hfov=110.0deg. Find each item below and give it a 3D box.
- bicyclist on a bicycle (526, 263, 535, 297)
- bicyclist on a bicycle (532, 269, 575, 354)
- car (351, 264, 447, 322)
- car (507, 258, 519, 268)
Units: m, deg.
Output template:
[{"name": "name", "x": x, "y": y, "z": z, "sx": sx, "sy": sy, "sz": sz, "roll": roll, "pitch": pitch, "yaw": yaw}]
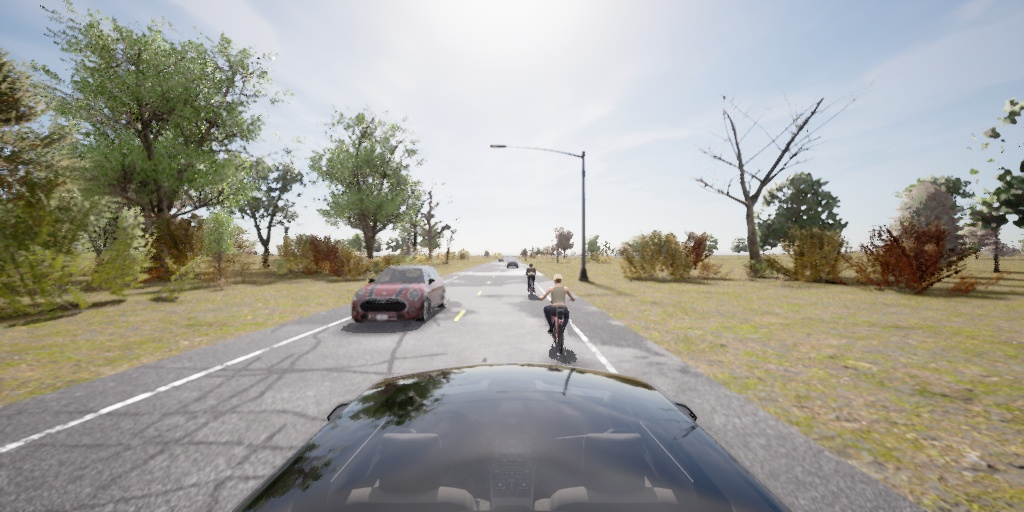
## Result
[{"name": "bicyclist on a bicycle", "x": 0.963, "y": 1.202, "z": 17.991, "sx": 0.582, "sy": 1.620, "sz": 1.656, "roll": 0, "pitch": 0, "yaw": 0}, {"name": "bicyclist on a bicycle", "x": 0.982, "y": 1.186, "z": 7.809, "sx": 0.866, "sy": 1.612, "sz": 1.509, "roll": 0, "pitch": 0, "yaw": 0}, {"name": "car", "x": -3.599, "y": 1.101, "z": 12.171, "sx": 2.097, "sy": 1.767, "sz": 4.553, "roll": 0, "pitch": 0, "yaw": 0}, {"name": "car", "x": 0.096, "y": 1.262, "z": 59.579, "sx": 1.812, "sy": 1.442, "sz": 4.674, "roll": 0, "pitch": 0, "yaw": 0}]
